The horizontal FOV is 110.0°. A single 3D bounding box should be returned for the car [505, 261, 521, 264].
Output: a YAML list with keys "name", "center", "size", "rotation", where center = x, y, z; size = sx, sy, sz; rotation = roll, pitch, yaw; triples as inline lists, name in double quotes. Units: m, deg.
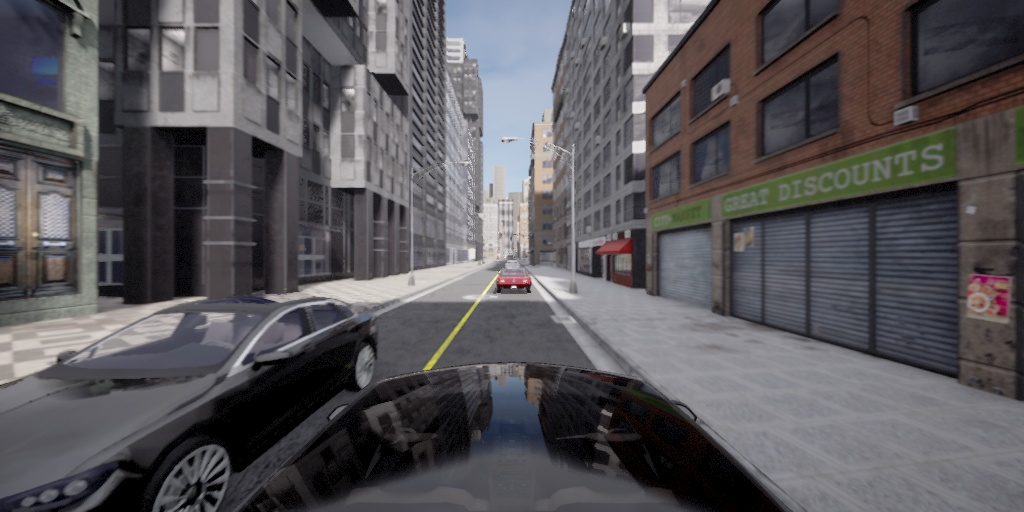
- name: "car"
  center: [0.113, 1.278, 44.710]
  size: [1.812, 1.442, 4.674]
  rotation: [0, 0, 0]

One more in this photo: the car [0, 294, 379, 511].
- name: "car"
  center: [-3.084, 1.242, 3.963]
  size: [2.128, 1.511, 4.902]
  rotation: [0, 0, 0]

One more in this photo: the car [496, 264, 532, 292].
- name: "car"
  center: [0.105, 1.354, 20.999]
  size: [1.895, 1.301, 4.718]
  rotation: [0, 0, 0]
